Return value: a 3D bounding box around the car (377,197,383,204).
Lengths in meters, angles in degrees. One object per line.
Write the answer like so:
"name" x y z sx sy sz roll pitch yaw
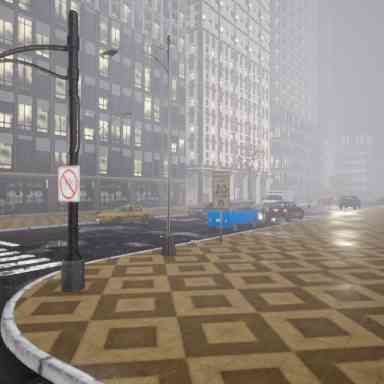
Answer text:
"car" 38.183 1.658 66.537 1.947 1.339 4.313 0 0 38

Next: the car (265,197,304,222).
"car" 7.580 1.472 26.905 1.967 1.590 4.097 0 0 38

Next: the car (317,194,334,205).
"car" 25.147 1.380 62.548 2.192 1.841 5.009 0 0 38

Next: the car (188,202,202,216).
"car" 1.343 1.603 31.722 1.802 1.307 4.206 0 0 38

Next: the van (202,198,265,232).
"van" 2.607 1.368 20.284 1.690 1.788 3.998 0 0 38

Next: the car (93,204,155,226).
"car" -4.777 1.540 24.009 1.752 1.417 4.829 0 0 38

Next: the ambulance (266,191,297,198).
"ambulance" 10.215 1.062 39.013 2.351 2.431 6.366 0 0 38

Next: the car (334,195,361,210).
"car" 21.181 1.368 44.520 2.192 1.841 5.009 0 0 38

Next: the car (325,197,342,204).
"car" 28.547 1.624 66.951 2.008 1.369 4.403 0 0 38
